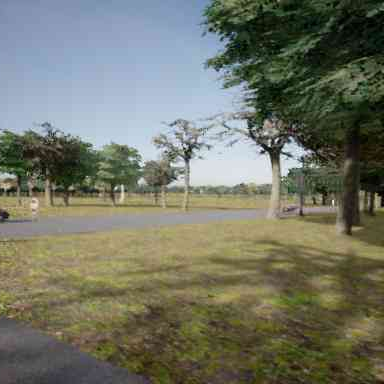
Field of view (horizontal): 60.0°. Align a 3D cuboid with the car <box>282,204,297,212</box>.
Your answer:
[{"bbox_3d":[21.133,3.628,72.780,1.812,1.442,4.674,1,-1,29],"label":"car"}]

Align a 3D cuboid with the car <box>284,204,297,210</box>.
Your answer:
[{"bbox_3d":[26.157,3.983,88.267,1.895,1.301,4.718,2,-1,36],"label":"car"}]

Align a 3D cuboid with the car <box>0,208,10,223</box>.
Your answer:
[{"bbox_3d":[-17.712,1.860,27.333,1.837,1.490,4.892,2,0,36],"label":"car"}]
